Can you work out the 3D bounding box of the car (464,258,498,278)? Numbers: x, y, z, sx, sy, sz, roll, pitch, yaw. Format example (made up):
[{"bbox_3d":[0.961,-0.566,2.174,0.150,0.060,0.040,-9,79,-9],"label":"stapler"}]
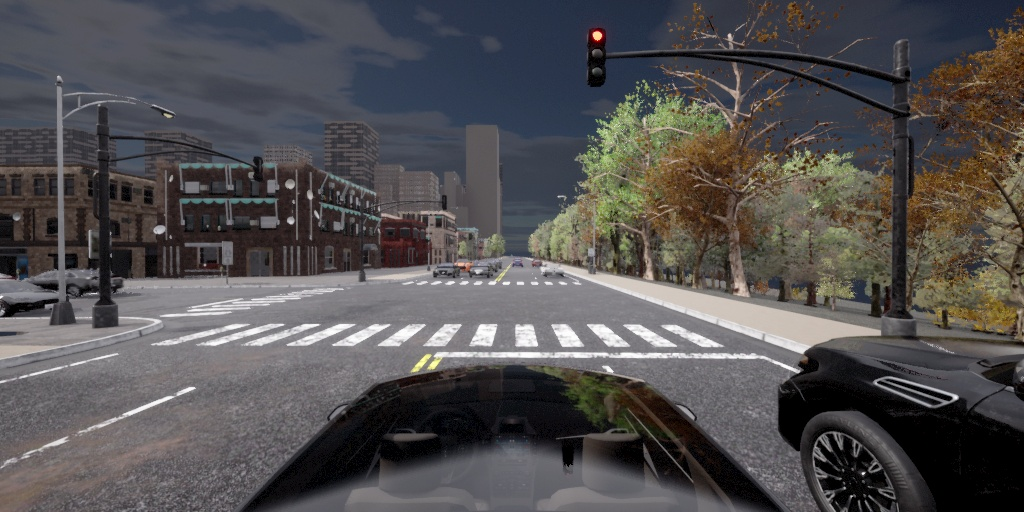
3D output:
[{"bbox_3d":[-2.821,1.232,33.779,2.128,1.511,4.902,0,0,3],"label":"car"}]

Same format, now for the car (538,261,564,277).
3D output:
[{"bbox_3d":[3.882,1.340,35.028,1.895,1.301,4.718,0,0,1],"label":"car"}]

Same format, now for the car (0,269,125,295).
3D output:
[{"bbox_3d":[-24.339,1.485,19.690,4.902,1.511,2.128,-1,1,1],"label":"car"}]

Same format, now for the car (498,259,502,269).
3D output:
[{"bbox_3d":[-2.675,1.226,43.269,2.128,1.511,4.902,0,0,1],"label":"car"}]

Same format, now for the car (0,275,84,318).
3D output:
[{"bbox_3d":[-19.767,1.565,13.713,4.313,1.339,1.948,0,0,1],"label":"car"}]

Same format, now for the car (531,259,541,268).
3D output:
[{"bbox_3d":[4.342,1.253,62.285,1.812,1.442,4.674,0,0,1],"label":"car"}]

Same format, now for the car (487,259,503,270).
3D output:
[{"bbox_3d":[-2.495,1.223,54.093,2.128,1.511,4.902,0,0,1],"label":"car"}]

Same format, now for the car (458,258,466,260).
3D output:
[{"bbox_3d":[-5.916,1.088,43.760,2.097,1.767,4.553,0,0,1],"label":"car"}]

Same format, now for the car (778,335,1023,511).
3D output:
[{"bbox_3d":[3.322,0.972,0.675,2.150,2.045,5.566,0,0,1],"label":"car"}]

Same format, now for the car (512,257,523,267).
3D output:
[{"bbox_3d":[0.999,1.252,63.801,1.812,1.442,4.674,0,0,1],"label":"car"}]

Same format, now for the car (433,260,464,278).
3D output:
[{"bbox_3d":[-6.082,1.304,33.764,1.994,1.385,4.181,0,0,1],"label":"car"}]
